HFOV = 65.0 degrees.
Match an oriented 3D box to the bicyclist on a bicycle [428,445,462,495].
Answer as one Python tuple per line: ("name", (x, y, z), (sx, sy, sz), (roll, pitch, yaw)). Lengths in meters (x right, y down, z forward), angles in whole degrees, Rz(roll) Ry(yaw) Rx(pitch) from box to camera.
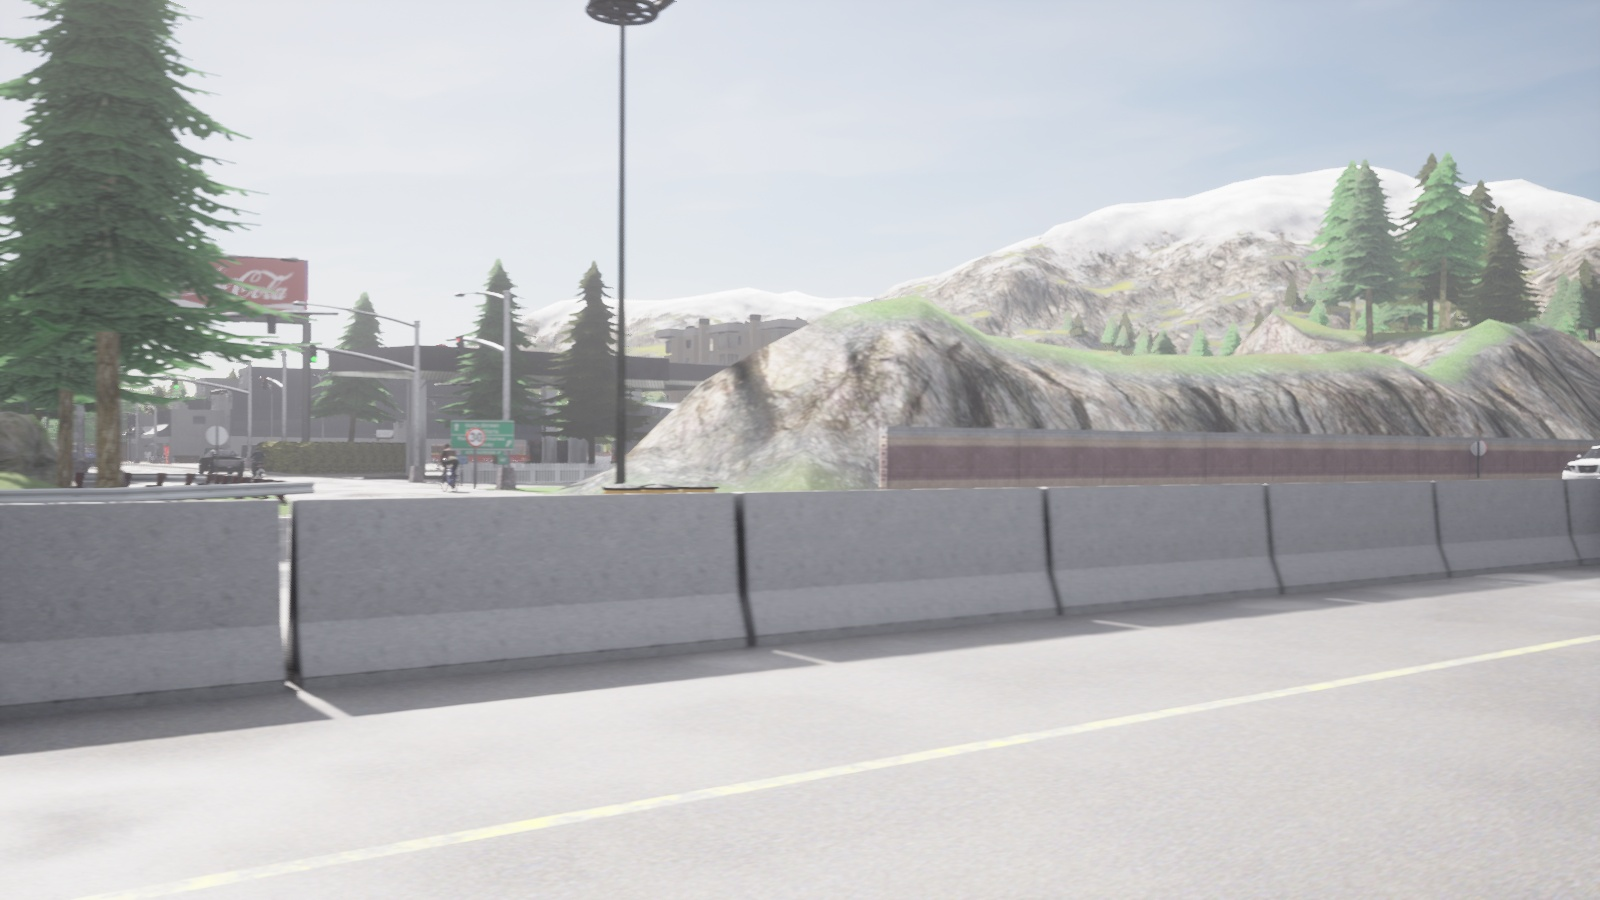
("bicyclist on a bicycle", (-11.790, 0.649, 41.684), (0.582, 1.620, 1.656), (0, -1, -36))

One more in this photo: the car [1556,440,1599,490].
("car", (34.558, 0.603, 53.297), (5.566, 2.045, 2.150), (0, 0, -35))

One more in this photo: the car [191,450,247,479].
("car", (-33.767, 0.818, 72.921), (2.128, 1.511, 4.902), (1, 1, -35))

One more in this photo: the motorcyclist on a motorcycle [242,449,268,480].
("motorcyclist on a motorcycle", (-28.224, 0.741, 65.003), (0.866, 1.590, 1.817), (0, -1, -35))
